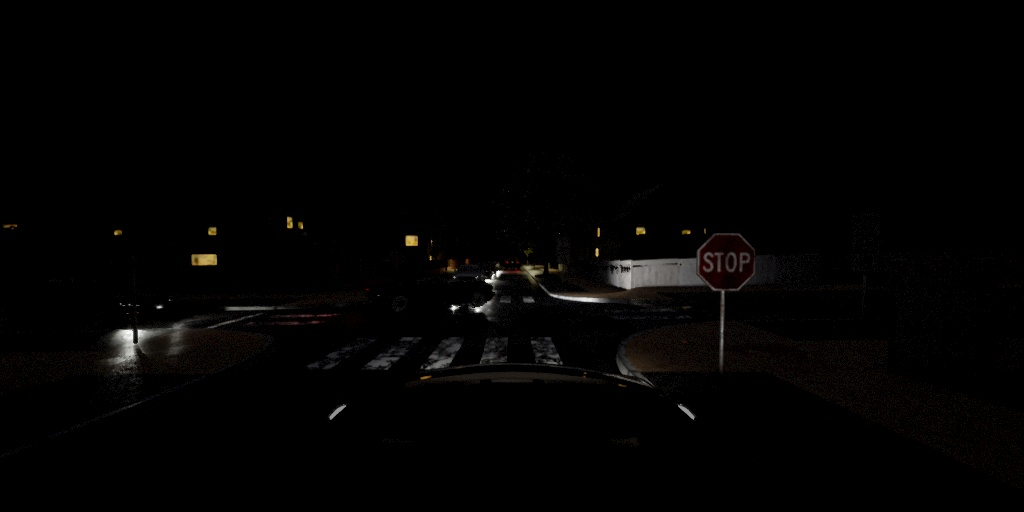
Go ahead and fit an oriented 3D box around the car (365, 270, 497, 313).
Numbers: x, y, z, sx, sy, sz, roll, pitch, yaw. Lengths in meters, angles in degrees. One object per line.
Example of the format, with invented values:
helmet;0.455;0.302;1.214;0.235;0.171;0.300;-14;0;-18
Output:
car;-3.062;1.349;13.826;4.718;1.301;1.895;0;0;-25

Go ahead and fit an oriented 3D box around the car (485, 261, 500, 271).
car;-2.747;1.409;52.612;1.895;1.301;4.718;0;0;1

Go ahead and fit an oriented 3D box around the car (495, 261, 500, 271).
car;-2.792;1.346;42.287;1.994;1.385;4.181;0;0;0

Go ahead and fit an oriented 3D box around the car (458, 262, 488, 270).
car;-2.822;1.283;23.977;1.812;1.442;4.674;0;0;0

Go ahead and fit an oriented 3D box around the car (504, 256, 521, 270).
car;0.061;1.030;52.877;2.150;2.045;5.566;0;0;0

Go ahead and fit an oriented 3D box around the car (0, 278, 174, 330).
car;-14.083;1.481;11.822;4.892;1.490;1.837;-1;2;0

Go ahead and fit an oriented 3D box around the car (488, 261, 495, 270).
car;-2.803;1.294;33.098;1.812;1.442;4.674;0;0;0
